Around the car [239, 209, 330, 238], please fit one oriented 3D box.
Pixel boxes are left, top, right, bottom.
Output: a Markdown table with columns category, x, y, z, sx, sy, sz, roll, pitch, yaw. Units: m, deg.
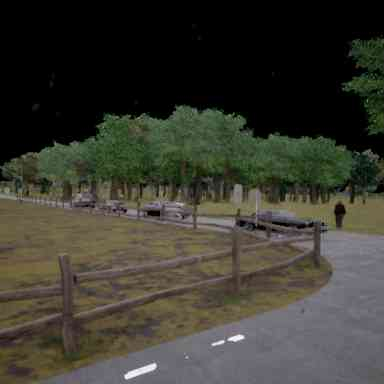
| category | x | y | z | sx | sy | sz | roll | pitch | yaw |
| --- | --- | --- | --- | --- | --- | --- | --- | --- | --- |
| car | 4.573 | 1.578 | 17.243 | 1.895 | 1.301 | 4.718 | 2 | -1 | -35 |

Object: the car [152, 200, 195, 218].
| category | x | y | z | sx | sy | sz | roll | pitch | yaw |
| --- | --- | --- | --- | --- | --- | --- | --- | --- | --- |
| car | -1.838 | 1.569 | 31.414 | 1.812 | 1.442 | 4.674 | 2 | -1 | -35 |

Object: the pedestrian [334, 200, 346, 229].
| category | x | y | z | sx | sy | sz | roll | pitch | yaw |
| --- | --- | --- | --- | --- | --- | --- | --- | --- | --- |
| pedestrian | 9.262 | 1.380 | 20.969 | 0.375 | 1.860 | 0.375 | 2 | -1 | -35 |

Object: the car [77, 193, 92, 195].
| category | x | y | z | sx | sy | sz | roll | pitch | yaw |
| --- | --- | --- | --- | --- | --- | --- | --- | --- | --- |
| car | -17.558 | 1.246 | 53.651 | 2.150 | 2.045 | 5.566 | 2 | -1 | -35 |

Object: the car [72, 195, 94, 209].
| category | x | y | z | sx | sy | sz | roll | pitch | yaw |
| --- | --- | --- | --- | --- | --- | --- | --- | --- | --- |
| car | -14.551 | 1.513 | 44.348 | 2.033 | 1.411 | 5.357 | 2 | -1 | -35 |

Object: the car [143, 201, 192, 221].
| category | x | y | z | sx | sy | sz | roll | pitch | yaw |
| --- | --- | --- | --- | --- | --- | --- | --- | --- | --- |
| car | -2.269 | 1.467 | 26.921 | 2.128 | 1.511 | 4.902 | 2 | -1 | -35 |

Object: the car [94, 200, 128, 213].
| category | x | y | z | sx | sy | sz | roll | pitch | yaw |
| --- | --- | --- | --- | --- | --- | --- | --- | --- | --- |
| car | -8.517 | 1.534 | 35.758 | 1.994 | 1.385 | 4.181 | 2 | -1 | -36 |
